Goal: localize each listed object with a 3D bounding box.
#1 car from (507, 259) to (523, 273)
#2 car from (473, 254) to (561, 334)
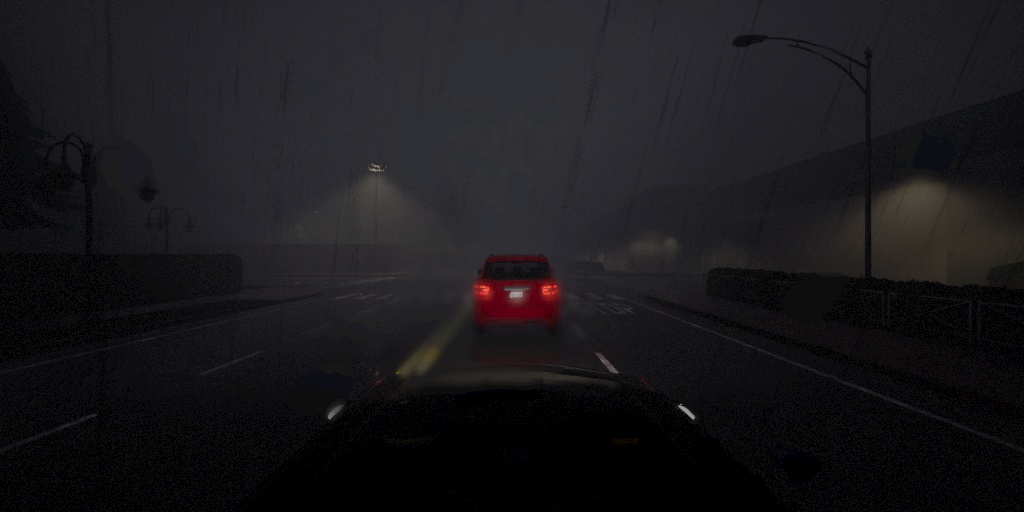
[{"bbox_3d":[0.362,1.228,45.623,1.882,1.535,5.008,0,0,1],"label":"car"},{"bbox_3d":[0.123,0.971,10.771,2.150,2.045,5.566,0,0,0],"label":"car"}]
